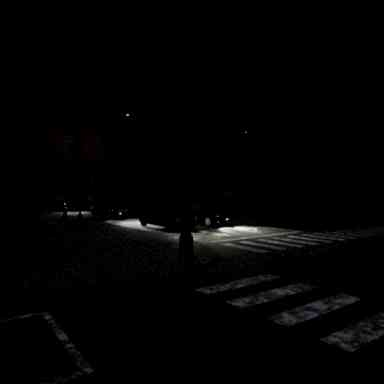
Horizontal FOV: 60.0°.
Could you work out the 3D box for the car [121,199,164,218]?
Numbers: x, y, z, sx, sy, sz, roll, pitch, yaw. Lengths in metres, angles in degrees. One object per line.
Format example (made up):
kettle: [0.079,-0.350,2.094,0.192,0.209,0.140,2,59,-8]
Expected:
car: [-4.679,1.430,30.683,1.882,1.535,5.008,0,0,-36]

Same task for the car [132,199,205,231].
car: [-1.606,1.451,20.827,1.882,1.535,5.008,0,0,-36]

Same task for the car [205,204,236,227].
car: [1.081,1.532,22.671,1.994,1.385,4.181,0,0,-35]

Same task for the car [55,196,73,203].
car: [-25.110,1.432,65.038,2.033,1.411,5.357,0,0,-36]

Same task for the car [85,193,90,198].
car: [-18.976,1.124,56.488,2.150,2.045,5.566,0,0,-35]

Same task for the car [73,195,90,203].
car: [-22.060,1.359,66.366,1.882,1.535,5.008,0,0,-36]

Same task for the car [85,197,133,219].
car: [-7.146,1.450,28.547,2.128,1.511,4.902,0,0,-36]

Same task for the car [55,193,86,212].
car: [-14.338,1.292,38.589,2.097,1.767,4.553,0,0,-36]
